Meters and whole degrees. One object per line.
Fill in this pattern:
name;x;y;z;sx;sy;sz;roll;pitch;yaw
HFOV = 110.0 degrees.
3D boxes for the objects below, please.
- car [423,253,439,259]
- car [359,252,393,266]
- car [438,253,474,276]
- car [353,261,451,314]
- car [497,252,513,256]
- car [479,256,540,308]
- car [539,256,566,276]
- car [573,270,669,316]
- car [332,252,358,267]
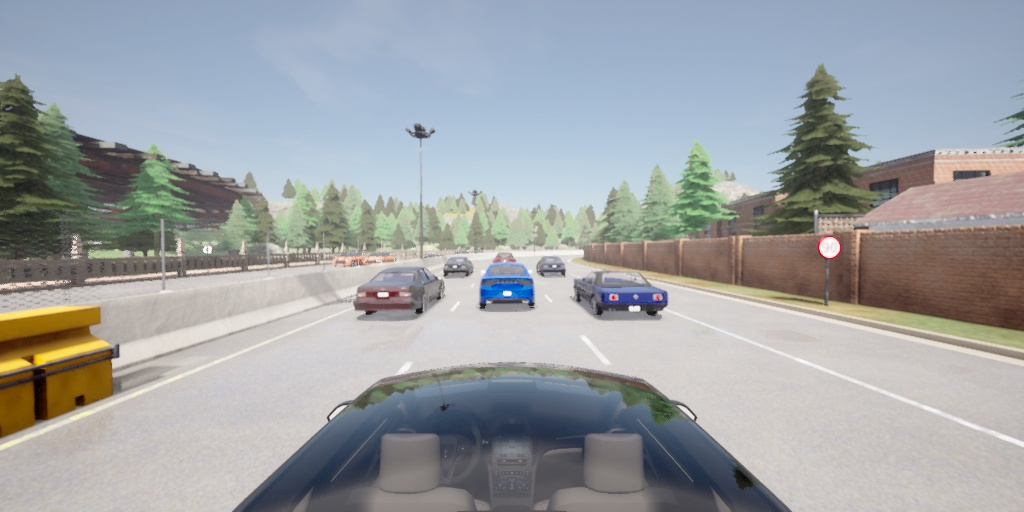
car;-11.201;0.310;50.116;1.994;1.385;4.181;0;1;4
car;-14.934;0.328;40.032;2.097;1.767;4.553;0;1;0
car;-4.046;0.754;27.570;2.033;1.411;5.357;0;1;-1
car;-3.673;1.076;12.578;2.033;1.411;5.357;0;1;-1
car;-0.647;0.445;32.283;2.097;1.767;4.553;0;1;-1
car;-0.197;0.967;13.804;1.882;1.535;5.008;0;2;-1
car;2.952;0.726;27.746;2.033;1.411;5.357;0;1;-1
car;3.340;1.116;12.072;1.895;1.301;4.718;0;1;-1
car;-18.443;0.326;40.638;2.097;1.767;4.553;0;1;0
